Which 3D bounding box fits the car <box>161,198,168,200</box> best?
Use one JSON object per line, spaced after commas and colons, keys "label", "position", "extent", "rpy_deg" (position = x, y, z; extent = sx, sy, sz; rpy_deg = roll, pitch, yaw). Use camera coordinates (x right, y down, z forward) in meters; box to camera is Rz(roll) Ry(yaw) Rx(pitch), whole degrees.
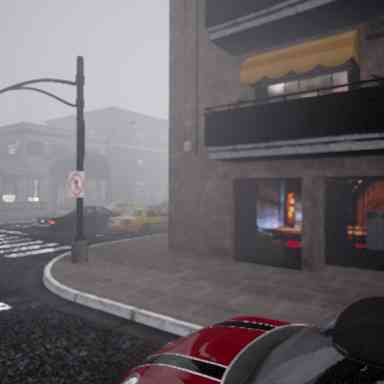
{"label": "car", "position": [-2.407, 1.287, 31.700], "extent": [1.887, 1.381, 4.507], "rpy_deg": [1, 1, 36]}

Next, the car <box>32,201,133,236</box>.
{"label": "car", "position": [-5.539, 1.410, 17.689], "extent": [2.033, 1.411, 5.357], "rpy_deg": [0, 1, 36]}

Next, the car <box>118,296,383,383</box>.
{"label": "car", "position": [1.255, 1.440, 1.977], "extent": [4.097, 1.590, 1.967], "rpy_deg": [0, 0, 36]}

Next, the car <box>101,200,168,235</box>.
{"label": "car", "position": [-2.209, 1.388, 17.690], "extent": [1.752, 1.417, 4.829], "rpy_deg": [1, 1, 36]}
